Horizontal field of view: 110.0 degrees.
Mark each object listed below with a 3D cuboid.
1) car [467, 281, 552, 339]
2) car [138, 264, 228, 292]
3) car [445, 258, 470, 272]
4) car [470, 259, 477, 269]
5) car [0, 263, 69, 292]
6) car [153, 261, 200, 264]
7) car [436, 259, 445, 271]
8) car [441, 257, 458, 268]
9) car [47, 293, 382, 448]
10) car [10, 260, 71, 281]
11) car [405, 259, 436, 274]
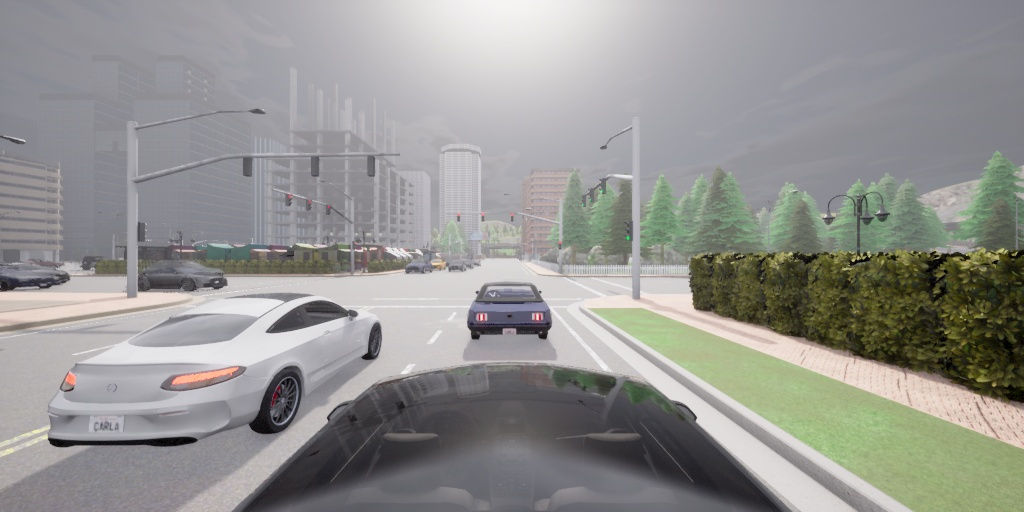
[{"bbox_3d":[-0.092,1.351,9.984,1.895,1.301,4.718,0,0,-1],"label":"car"},{"bbox_3d":[-18.974,1.313,20.670,4.181,1.385,1.994,0,0,1],"label":"car"},{"bbox_3d":[-7.090,1.255,46.914,1.837,1.490,4.892,0,0,0],"label":"car"},{"bbox_3d":[-7.070,1.255,56.024,1.837,1.490,4.892,0,0,0],"label":"car"},{"bbox_3d":[-29.949,1.298,20.960,5.357,1.411,2.033,0,0,2],"label":"car"},{"bbox_3d":[-22.105,1.102,24.285,4.553,1.767,2.097,0,0,1],"label":"car"},{"bbox_3d":[-10.582,1.228,50.536,1.882,1.535,5.008,0,0,0],"label":"car"},{"bbox_3d":[-10.549,1.103,60.608,2.097,1.767,4.553,0,0,0],"label":"car"},{"bbox_3d":[-3.507,1.276,5.376,1.812,1.442,4.674,0,0,-1],"label":"car"},{"bbox_3d":[-33.350,1.257,24.551,4.892,1.490,1.837,-1,0,2],"label":"car"},{"bbox_3d":[-10.727,1.102,41.572,2.097,1.767,4.553,0,0,3],"label":"car"}]
